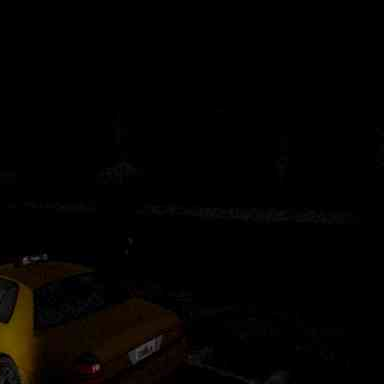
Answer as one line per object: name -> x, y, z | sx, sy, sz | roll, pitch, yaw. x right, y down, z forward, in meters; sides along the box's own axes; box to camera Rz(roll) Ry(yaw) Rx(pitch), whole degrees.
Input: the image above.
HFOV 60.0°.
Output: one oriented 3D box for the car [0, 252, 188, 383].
car -> -2.333, 1.525, 4.625 | 4.829, 1.417, 1.752 | 0, 0, 35
